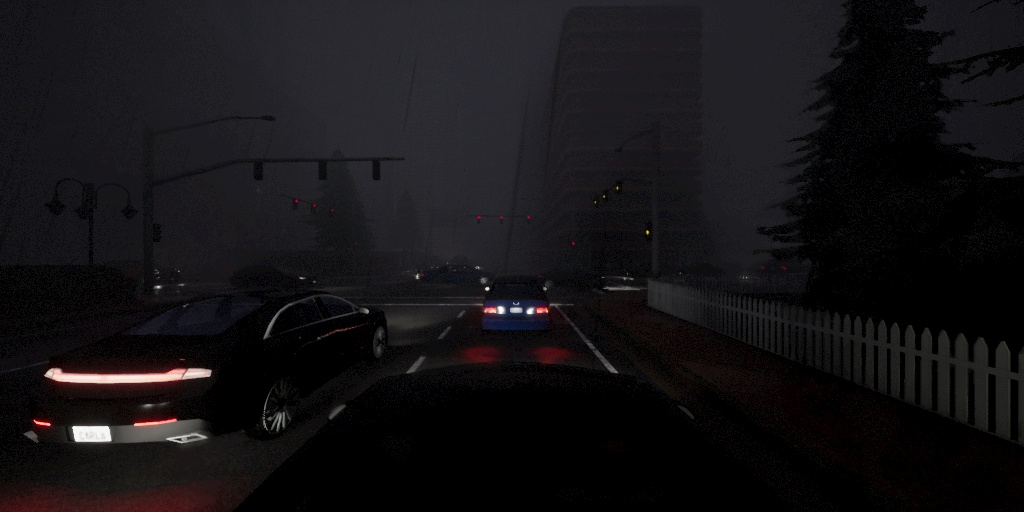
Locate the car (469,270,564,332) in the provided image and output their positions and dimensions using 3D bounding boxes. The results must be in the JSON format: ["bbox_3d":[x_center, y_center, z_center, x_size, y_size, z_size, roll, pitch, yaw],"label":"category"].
[{"bbox_3d":[0.122,1.297,10.772,2.033,1.411,5.357,0,0,1],"label":"car"}]

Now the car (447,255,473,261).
[{"bbox_3d":[-7.059,0.971,49.103,2.150,2.045,5.566,0,0,0],"label":"car"}]

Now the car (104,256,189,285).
[{"bbox_3d":[-25.725,1.049,24.773,4.553,1.767,2.097,0,0,0],"label":"car"}]

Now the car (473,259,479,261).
[{"bbox_3d":[-7.026,1.254,58.914,1.837,1.490,4.892,0,0,0],"label":"car"}]

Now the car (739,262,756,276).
[{"bbox_3d":[24.368,1.241,34.225,5.357,1.411,2.033,0,0,-31],"label":"car"}]

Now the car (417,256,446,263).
[{"bbox_3d":[-10.530,0.971,45.944,2.150,2.045,5.566,0,0,2],"label":"car"}]

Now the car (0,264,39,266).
[{"bbox_3d":[-29.017,1.199,21.251,4.892,1.490,1.837,0,0,0],"label":"car"}]

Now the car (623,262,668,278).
[{"bbox_3d":[13.154,1.241,33.374,5.357,1.411,2.033,0,0,-13],"label":"car"}]

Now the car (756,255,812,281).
[{"bbox_3d":[22.578,1.046,29.190,4.553,1.767,2.097,0,0,-24],"label":"car"}]

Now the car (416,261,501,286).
[{"bbox_3d":[-3.582,1.286,24.916,5.357,1.411,2.033,0,0,0],"label":"car"}]

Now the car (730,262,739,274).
[{"bbox_3d":[22.055,1.295,36.938,4.718,1.301,1.895,0,0,-30],"label":"car"}]

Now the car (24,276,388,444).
[{"bbox_3d":[-3.427,1.241,5.359,2.128,1.511,4.902,0,0,0],"label":"car"}]

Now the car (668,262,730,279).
[{"bbox_3d":[15.888,1.258,30.549,4.181,1.385,1.994,0,0,-20],"label":"car"}]

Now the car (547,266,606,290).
[{"bbox_3d":[3.474,1.289,21.526,4.181,1.385,1.994,0,0,-2],"label":"car"}]

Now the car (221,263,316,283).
[{"bbox_3d":[-14.108,1.238,21.346,4.674,1.442,1.812,0,0,0],"label":"car"}]
